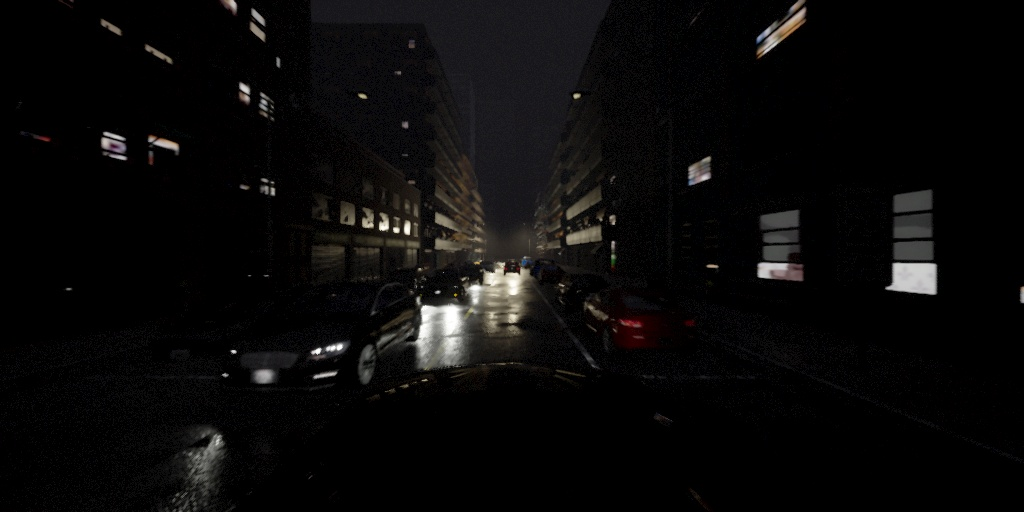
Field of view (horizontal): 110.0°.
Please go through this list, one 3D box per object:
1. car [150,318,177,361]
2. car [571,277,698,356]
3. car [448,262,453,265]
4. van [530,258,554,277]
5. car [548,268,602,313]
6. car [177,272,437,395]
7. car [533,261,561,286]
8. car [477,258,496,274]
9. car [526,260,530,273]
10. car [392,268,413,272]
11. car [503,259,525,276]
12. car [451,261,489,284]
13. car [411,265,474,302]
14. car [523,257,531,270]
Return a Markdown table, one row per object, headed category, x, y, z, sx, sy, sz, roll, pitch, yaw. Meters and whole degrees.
| category | x | y | z | sx | sy | sz | roll | pitch | yaw |
| --- | --- | --- | --- | --- | --- | --- | --- | --- | --- |
| car | -5.690 | 1.313 | 8.329 | 1.948 | 1.339 | 4.313 | 0 | 0 | 0 |
| car | 2.691 | 1.328 | 8.315 | 1.802 | 1.307 | 4.207 | 0 | 0 | 0 |
| car | -5.681 | 1.284 | 35.947 | 1.888 | 1.381 | 4.507 | 0 | 0 | 0 |
| van | 2.698 | 1.080 | 30.408 | 1.690 | 1.789 | 3.998 | 0 | 0 | 0 |
| car | 2.693 | 1.310 | 13.838 | 1.948 | 1.339 | 4.313 | 0 | 0 | 0 |
| car | -3.089 | 1.239 | 6.926 | 2.128 | 1.511 | 4.902 | 0 | 0 | 0 |
| car | 2.697 | 1.286 | 24.885 | 1.888 | 1.381 | 4.507 | 0 | 0 | 0 |
| car | -2.988 | 1.310 | 41.946 | 1.812 | 1.442 | 4.674 | 0 | 0 | 0 |
| car | 2.700 | 1.304 | 35.932 | 1.948 | 1.339 | 4.313 | 0 | 0 | 0 |
| car | -5.686 | 1.309 | 19.376 | 1.948 | 1.339 | 4.313 | 0 | 0 | 0 |
| car | 0.010 | 1.286 | 37.354 | 2.033 | 1.411 | 5.357 | 0 | 0 | 0 |
| car | -3.058 | 1.305 | 26.859 | 1.994 | 1.385 | 4.181 | 0 | 0 | 1 |
| car | -3.091 | 1.308 | 16.864 | 1.994 | 1.385 | 4.181 | 0 | 0 | -1 |
| car | 2.705 | 1.263 | 52.672 | 1.751 | 1.417 | 4.829 | 0 | 0 | 0 |
